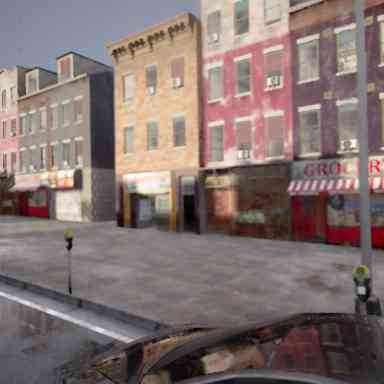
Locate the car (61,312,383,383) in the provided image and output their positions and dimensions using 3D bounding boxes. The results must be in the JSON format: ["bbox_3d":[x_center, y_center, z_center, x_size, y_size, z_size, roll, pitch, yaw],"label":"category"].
[{"bbox_3d":[0.887,1.565,2.199,4.313,1.339,1.947,0,-1,36],"label":"car"}]
